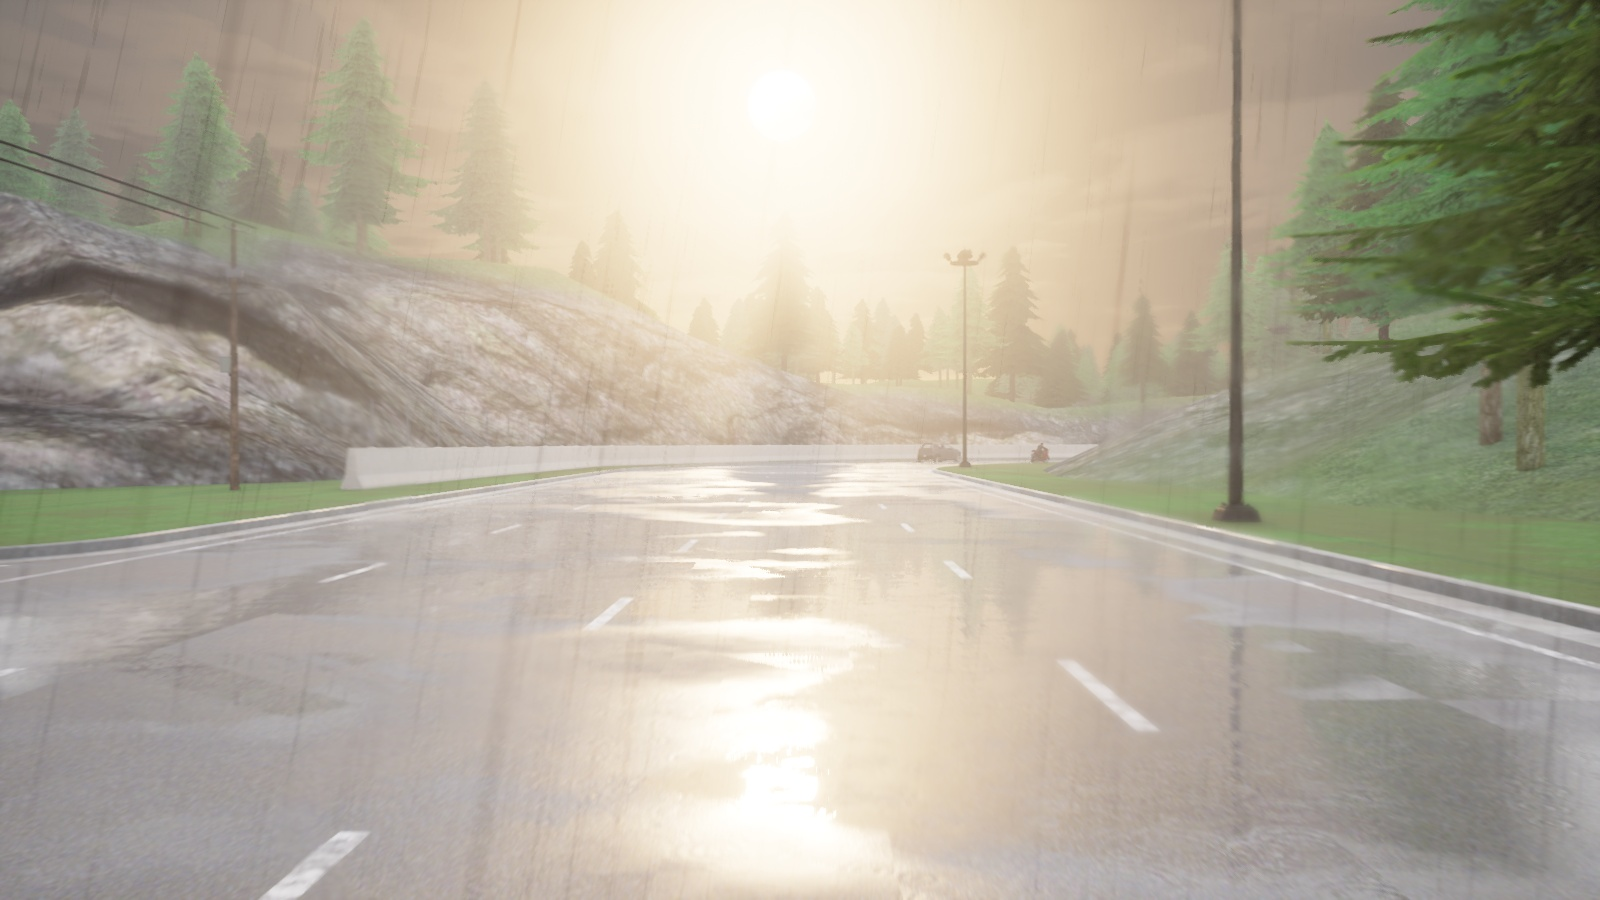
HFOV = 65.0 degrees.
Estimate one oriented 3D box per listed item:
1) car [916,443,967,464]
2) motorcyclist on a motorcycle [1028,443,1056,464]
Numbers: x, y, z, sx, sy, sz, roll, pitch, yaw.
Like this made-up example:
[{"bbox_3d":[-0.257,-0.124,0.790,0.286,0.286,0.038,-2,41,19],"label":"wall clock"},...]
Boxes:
[{"bbox_3d":[10.469,0.249,92.710,3.633,1.501,1.845,0,0,-45],"label":"car"},{"bbox_3d":[17.257,0.240,89.520,2.044,1.523,0.797,0,2,-41],"label":"motorcyclist on a motorcycle"}]
